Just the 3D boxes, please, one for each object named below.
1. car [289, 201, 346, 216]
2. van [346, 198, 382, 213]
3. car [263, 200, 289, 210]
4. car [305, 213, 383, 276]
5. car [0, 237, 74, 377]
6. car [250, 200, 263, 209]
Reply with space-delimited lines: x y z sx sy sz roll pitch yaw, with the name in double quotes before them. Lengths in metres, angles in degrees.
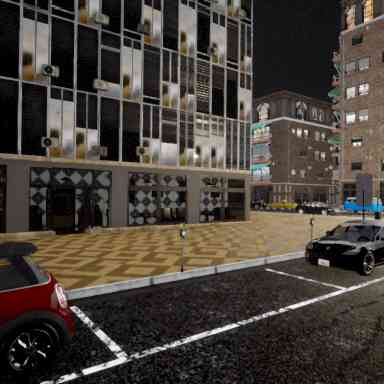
"car" 12.253 1.620 32.662 2.008 1.369 4.403 0 -1 -35
"van" 19.142 1.525 37.437 1.690 1.788 3.998 0 -1 -35
"car" 12.719 1.788 46.695 1.752 1.417 4.829 0 -1 -35
"car" 5.398 1.567 10.392 4.313 1.339 1.947 0 1 -35
"car" -3.682 1.440 3.922 4.097 1.590 1.967 0 1 -35
"car" 9.653 1.865 51.114 1.947 1.339 4.313 0 -1 -35
